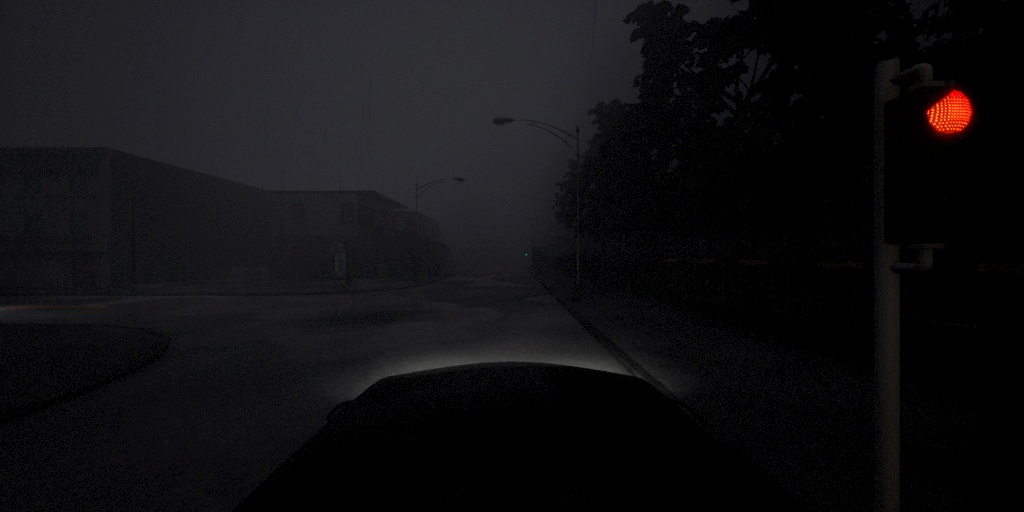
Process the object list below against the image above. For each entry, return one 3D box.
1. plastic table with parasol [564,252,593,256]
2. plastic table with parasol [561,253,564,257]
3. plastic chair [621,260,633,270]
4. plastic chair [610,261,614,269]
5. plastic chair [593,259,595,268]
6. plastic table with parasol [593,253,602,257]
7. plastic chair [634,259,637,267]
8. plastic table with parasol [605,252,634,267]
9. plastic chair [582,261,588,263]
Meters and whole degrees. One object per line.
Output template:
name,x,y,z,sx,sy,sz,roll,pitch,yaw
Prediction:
plastic table with parasol,10.007,0.684,53.933,2.482,2.480,2.482,0,0,-40
plastic table with parasol,10.723,0.705,62.374,2.482,2.480,2.482,0,0,-40
plastic chair,16.056,1.296,50.192,0.750,1.272,0.730,0,0,-40
plastic chair,14.350,1.306,50.290,0.730,1.272,0.750,0,0,-35
plastic chair,13.755,1.304,58.518,0.730,1.272,0.750,0,0,-35
plastic table with parasol,14.707,0.673,59.405,2.482,2.480,2.482,0,0,-42
plastic chair,18.680,1.161,54.638,0.750,1.272,0.730,0,0,-39
plastic table with parasol,15.324,0.694,51.191,2.482,2.480,2.482,0,0,-40
plastic chair,10.738,1.310,52.936,0.750,1.272,0.730,0,0,-40
